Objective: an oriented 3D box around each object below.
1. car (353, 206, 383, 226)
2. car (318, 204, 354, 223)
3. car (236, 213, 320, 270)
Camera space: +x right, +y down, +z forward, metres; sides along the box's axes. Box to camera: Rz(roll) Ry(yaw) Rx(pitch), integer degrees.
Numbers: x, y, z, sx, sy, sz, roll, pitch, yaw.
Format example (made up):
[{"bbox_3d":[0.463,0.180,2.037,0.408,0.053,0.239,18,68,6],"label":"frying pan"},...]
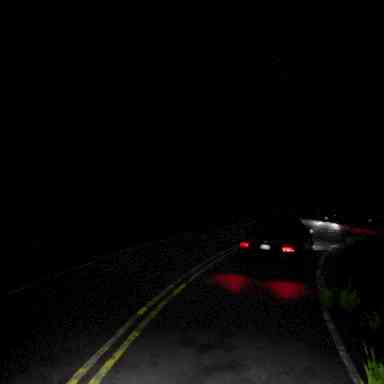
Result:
[{"bbox_3d":[14.335,1.887,24.685,5.008,1.535,1.882,2,3,-39],"label":"car"},{"bbox_3d":[12.601,1.738,27.633,5.357,1.411,2.033,2,3,-38],"label":"car"},{"bbox_3d":[3.043,1.588,11.471,2.033,1.411,5.357,2,0,24],"label":"car"}]
